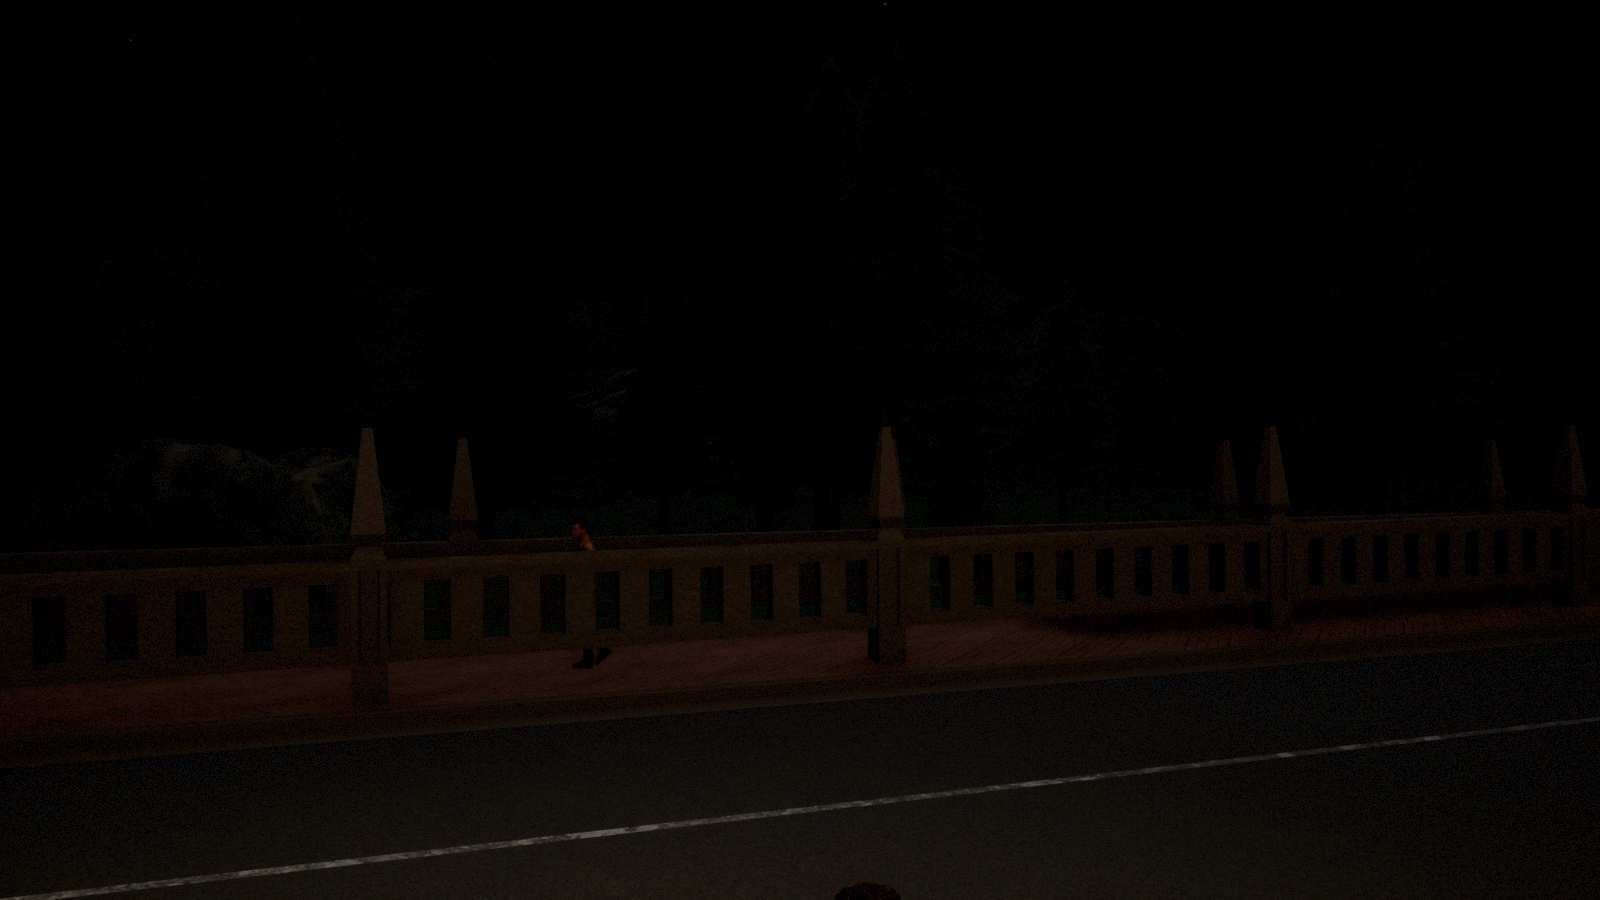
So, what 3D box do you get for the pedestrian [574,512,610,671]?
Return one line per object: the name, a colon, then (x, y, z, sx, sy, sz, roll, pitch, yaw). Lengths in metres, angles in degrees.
pedestrian: (-2.511, 1.694, 13.787, 0.375, 1.860, 0.375, 0, 0, -20)
